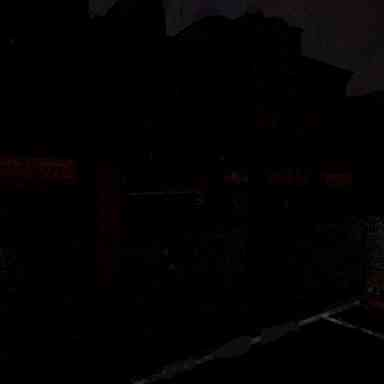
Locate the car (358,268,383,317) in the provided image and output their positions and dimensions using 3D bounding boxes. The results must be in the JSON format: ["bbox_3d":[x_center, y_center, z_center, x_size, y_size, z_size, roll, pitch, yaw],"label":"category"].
[{"bbox_3d":[5.059,1.515,6.440,4.829,1.417,1.752,0,-1,-35],"label":"car"}]
